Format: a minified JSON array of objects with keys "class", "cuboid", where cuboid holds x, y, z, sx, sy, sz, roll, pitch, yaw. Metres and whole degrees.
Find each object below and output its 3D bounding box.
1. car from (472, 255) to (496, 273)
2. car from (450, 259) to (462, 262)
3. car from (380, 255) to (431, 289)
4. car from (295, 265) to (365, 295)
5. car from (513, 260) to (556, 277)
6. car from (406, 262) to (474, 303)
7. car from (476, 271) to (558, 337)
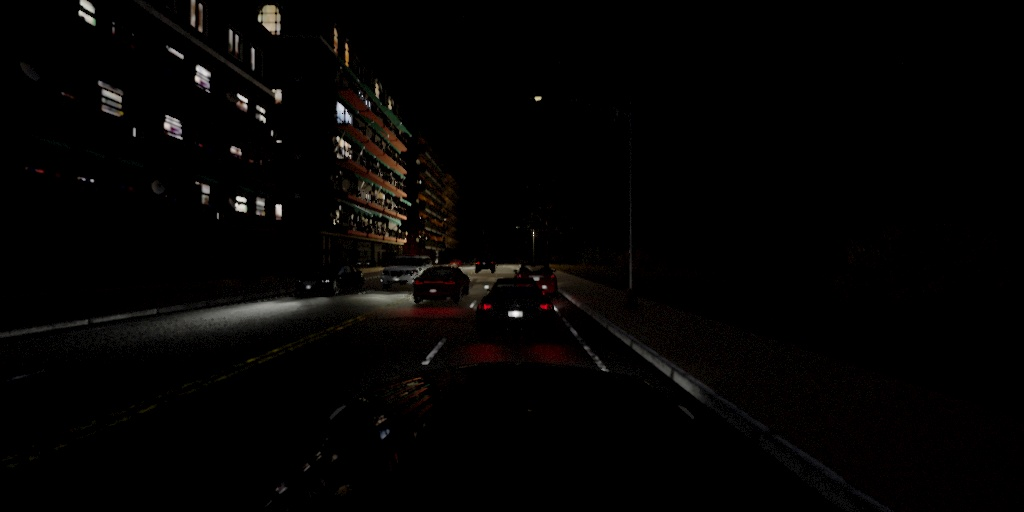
[{"class":"car","cuboid":[-3.123,0.958,43.014,2.150,2.045,5.566,0,0,0]},{"class":"car","cuboid":[-9.769,1.258,62.843,1.812,1.442,4.674,0,0,0]},{"class":"car","cuboid":[-6.584,0.967,23.149,2.150,2.045,5.566,0,0,0]},{"class":"car","cuboid":[-9.838,1.238,19.785,2.128,1.511,4.902,0,0,0]},{"class":"car","cuboid":[1.149,1.098,18.989,2.097,1.767,4.553,0,0,0]},{"class":"car","cuboid":[-3.140,1.225,16.712,1.882,1.535,5.008,0,0,0]},{"class":"car","cuboid":[0.101,1.313,10.300,1.994,1.385,4.181,0,0,1]}]
